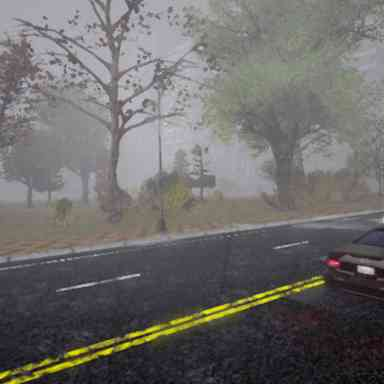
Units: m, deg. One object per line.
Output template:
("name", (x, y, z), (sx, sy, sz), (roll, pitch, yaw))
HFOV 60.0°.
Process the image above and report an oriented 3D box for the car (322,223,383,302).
("car", (5.014, 1.309, 7.152), (5.357, 1.411, 2.033), (-2, 1, -36))
